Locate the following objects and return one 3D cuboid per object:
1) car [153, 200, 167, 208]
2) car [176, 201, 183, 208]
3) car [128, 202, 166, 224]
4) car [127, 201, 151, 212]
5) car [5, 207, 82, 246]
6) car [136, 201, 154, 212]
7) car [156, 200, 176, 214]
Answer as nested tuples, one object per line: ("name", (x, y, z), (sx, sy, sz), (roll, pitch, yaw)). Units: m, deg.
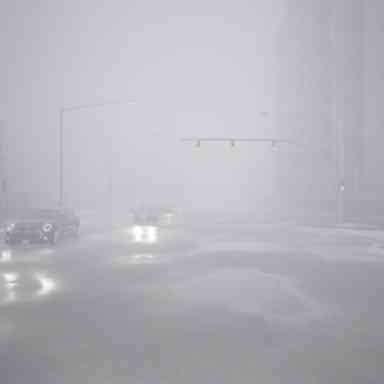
("car", (-6.394, 2.370, 66.983), (2.033, 1.411, 5.357), (0, -1, 1))
("car", (-2.918, 2.413, 66.304), (1.895, 1.301, 4.718), (0, -1, 2))
("car", (-3.688, 1.839, 28.199), (2.128, 1.511, 4.902), (0, -1, 0))
("car", (-6.953, 2.078, 43.031), (2.033, 1.411, 5.357), (0, -1, 1))
("car", (-7.081, 1.556, 16.330), (2.097, 1.767, 4.553), (0, -1, 0))
("car", (-6.753, 2.072, 48.153), (1.837, 1.490, 4.892), (0, -1, 1))
("car", (-3.461, 2.086, 42.543), (1.994, 1.385, 4.181), (0, -1, 1))
